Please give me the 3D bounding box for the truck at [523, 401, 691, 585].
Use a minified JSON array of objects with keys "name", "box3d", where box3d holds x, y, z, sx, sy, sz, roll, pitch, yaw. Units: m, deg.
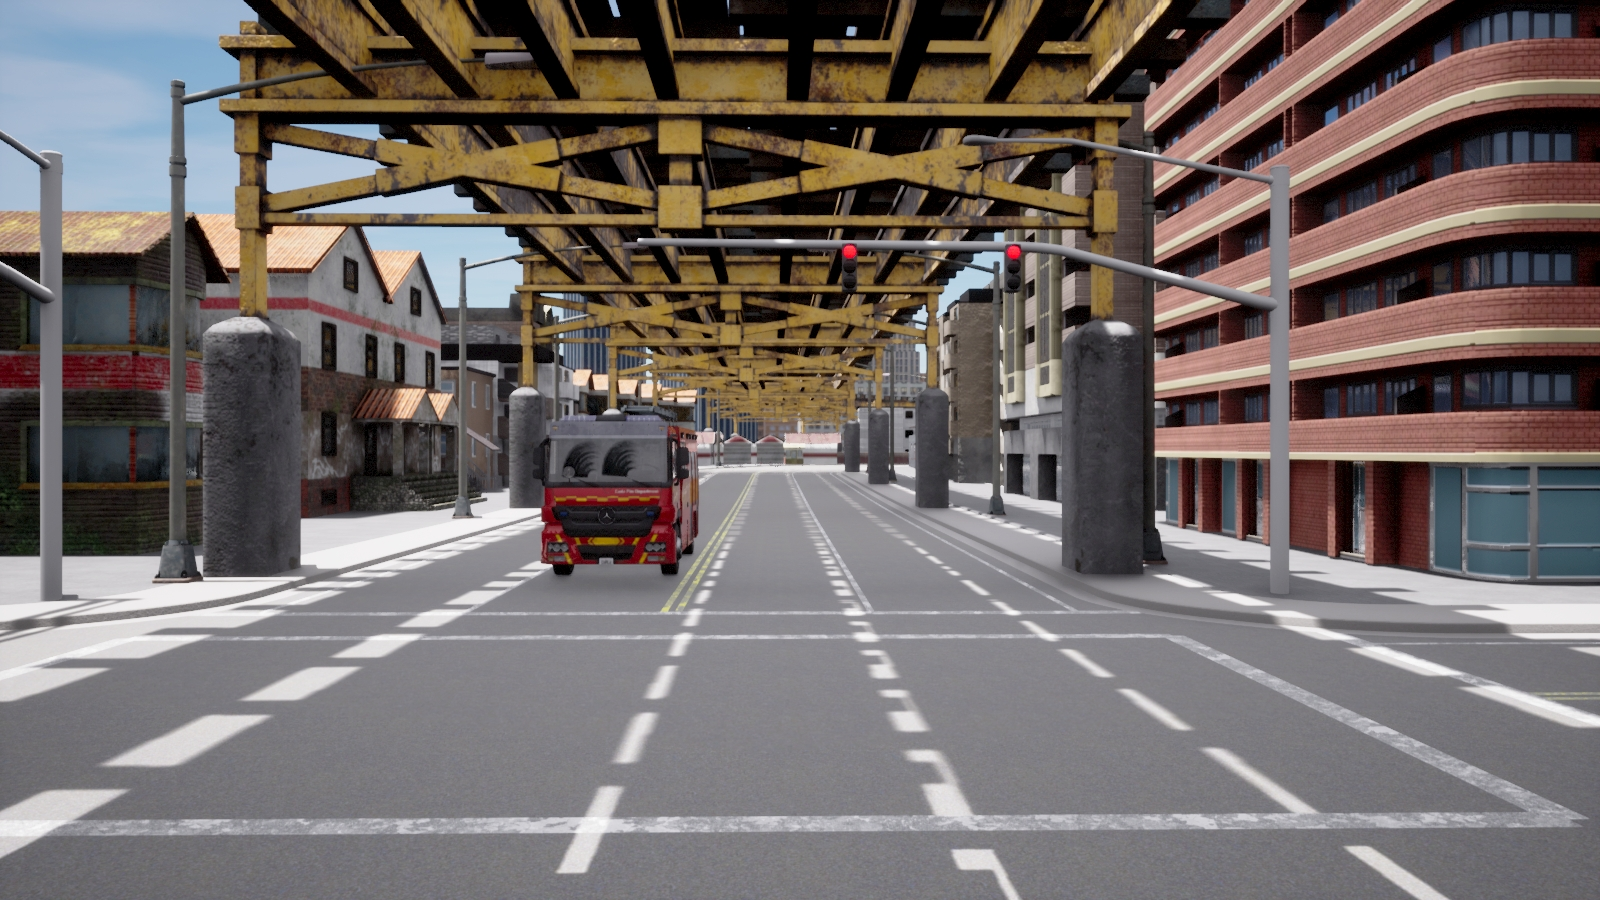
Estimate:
[{"name":"truck","box3d":[-4.418,0.890,28.004,2.891,3.827,8.468,0,0,-1]}]
